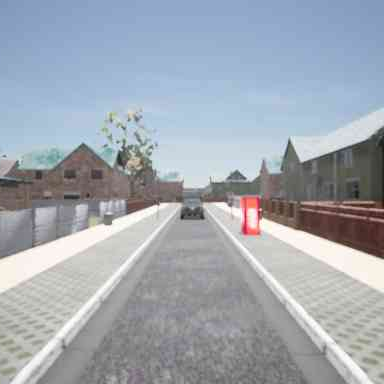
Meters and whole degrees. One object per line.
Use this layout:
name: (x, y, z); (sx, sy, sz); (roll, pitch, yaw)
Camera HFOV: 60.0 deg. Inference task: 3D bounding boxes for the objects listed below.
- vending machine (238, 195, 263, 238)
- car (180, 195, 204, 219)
vending machine: (2.985, 1.244, 17.037); (1.100, 2.100, 0.880); (-1, -2, 0)
car: (0.047, 1.432, 30.435); (2.097, 1.767, 4.553); (0, 0, 1)
